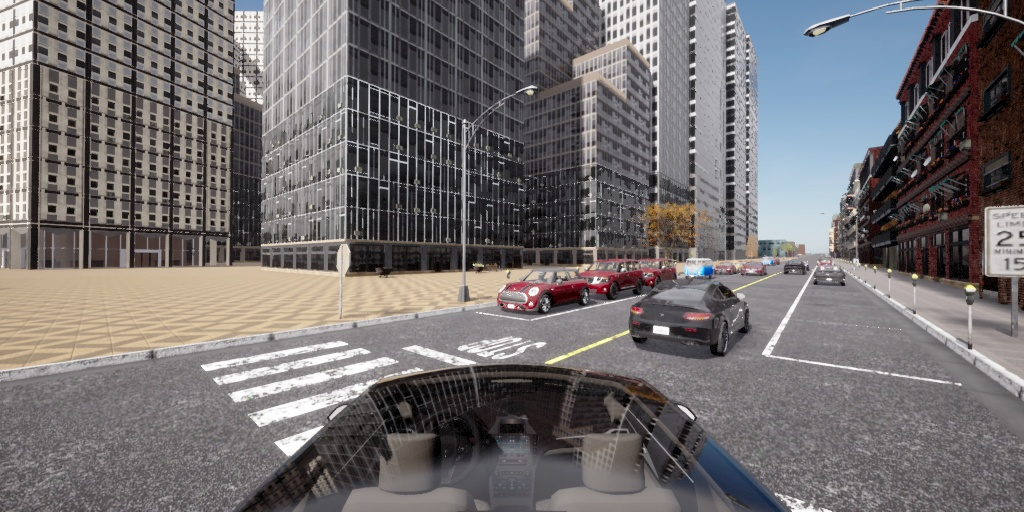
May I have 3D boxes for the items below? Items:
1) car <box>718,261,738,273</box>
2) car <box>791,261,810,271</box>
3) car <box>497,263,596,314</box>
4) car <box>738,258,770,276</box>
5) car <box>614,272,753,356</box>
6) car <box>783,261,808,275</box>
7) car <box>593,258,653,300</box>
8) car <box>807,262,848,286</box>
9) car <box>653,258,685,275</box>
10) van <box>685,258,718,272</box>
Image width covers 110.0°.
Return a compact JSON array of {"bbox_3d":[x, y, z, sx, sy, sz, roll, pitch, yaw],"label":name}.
[{"bbox_3d":[23.465,1.331,39.377,1.802,1.307,4.207,0,0,41],"label":"car"},{"bbox_3d":[39.299,1.333,48.826,1.895,1.301,4.718,0,0,41],"label":"car"},{"bbox_3d":[1.273,1.193,13.778,1.967,1.591,4.097,0,0,41],"label":"car"},{"bbox_3d":[25.196,1.275,37.269,1.812,1.442,4.674,0,0,41],"label":"car"},{"bbox_3d":[4.405,1.278,8.705,1.812,1.442,4.674,0,0,41],"label":"car"},{"bbox_3d":[31.163,1.250,39.437,1.837,1.490,4.892,0,0,41],"label":"car"},{"bbox_3d":[4.971,1.069,18.044,2.192,1.841,5.009,0,0,41],"label":"car"},{"bbox_3d":[22.413,1.304,25.369,2.007,1.370,4.403,0,0,41],"label":"car"},{"bbox_3d":[8.670,1.070,22.311,2.192,1.841,5.009,0,0,41],"label":"car"},{"bbox_3d":[16.067,1.095,30.844,1.690,1.789,3.998,0,0,41],"label":"van"}]
